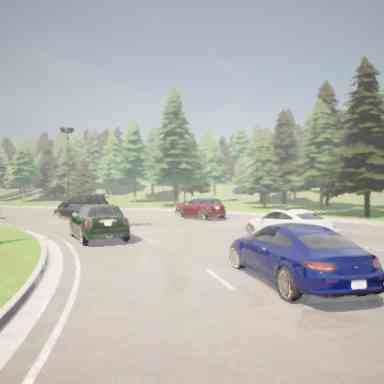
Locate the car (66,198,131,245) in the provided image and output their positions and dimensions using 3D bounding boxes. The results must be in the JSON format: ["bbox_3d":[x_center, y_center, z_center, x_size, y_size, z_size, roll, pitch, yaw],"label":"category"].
[{"bbox_3d":[-4.513,1.362,15.922,2.097,1.767,4.553,-1,0,-28],"label":"car"}]

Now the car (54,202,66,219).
[{"bbox_3d":[-9.606,1.641,27.815,4.718,1.301,1.895,-1,0,40],"label":"car"}]

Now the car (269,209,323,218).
[{"bbox_3d":[4.100,1.436,14.306,1.812,1.442,4.674,0,0,-21],"label":"car"}]

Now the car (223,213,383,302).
[{"bbox_3d":[2.439,1.473,8.137,1.812,1.442,4.674,0,0,-13],"label":"car"}]

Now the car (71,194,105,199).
[{"bbox_3d":[-10.773,1.261,32.995,5.566,2.045,2.150,-1,0,33],"label":"car"}]

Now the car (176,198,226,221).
[{"bbox_3d":[0.624,1.269,26.964,2.097,1.767,4.553,-1,0,-38],"label":"car"}]
